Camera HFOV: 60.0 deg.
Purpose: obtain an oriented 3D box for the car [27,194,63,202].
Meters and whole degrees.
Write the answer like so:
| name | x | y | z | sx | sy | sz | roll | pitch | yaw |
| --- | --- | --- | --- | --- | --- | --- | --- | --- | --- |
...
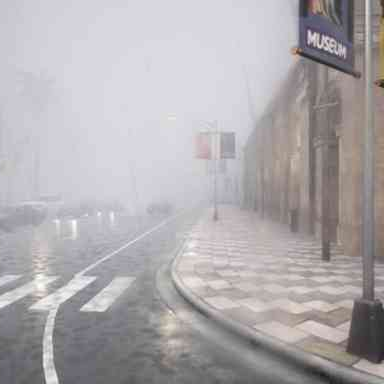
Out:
| name | x | y | z | sx | sy | sz | roll | pitch | yaw |
| --- | --- | --- | --- | --- | --- | --- | --- | --- | --- |
| car | -13.919 | 1.251 | 31.230 | 2.150 | 2.045 | 5.566 | 0 | 0 | 4 |

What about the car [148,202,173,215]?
| name | x | y | z | sx | sy | sz | roll | pitch | yaw |
| --- | --- | --- | --- | --- | --- | --- | --- | --- | --- |
| car | -3.117 | 1.631 | 33.633 | 1.895 | 1.301 | 4.718 | 0 | 0 | 4 |

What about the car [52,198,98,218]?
| name | x | y | z | sx | sy | sz | roll | pitch | yaw |
| --- | --- | --- | --- | --- | --- | --- | --- | --- | --- |
| car | -10.482 | 1.553 | 30.220 | 1.812 | 1.442 | 4.674 | 0 | 0 | 5 |

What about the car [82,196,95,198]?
| name | x | y | z | sx | sy | sz | roll | pitch | yaw |
| --- | --- | --- | --- | --- | --- | --- | --- | --- | --- |
| car | -13.087 | 1.389 | 41.521 | 2.097 | 1.767 | 4.553 | 0 | 0 | 5 |

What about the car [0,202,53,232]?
| name | x | y | z | sx | sy | sz | roll | pitch | yaw |
| --- | --- | --- | --- | --- | --- | --- | --- | --- | --- |
| car | -11.173 | 1.568 | 20.817 | 2.033 | 1.411 | 5.357 | 0 | 0 | 4 |

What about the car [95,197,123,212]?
| name | x | y | z | sx | sy | sz | roll | pitch | yaw |
| --- | --- | --- | --- | --- | --- | --- | --- | --- | --- |
| car | -9.691 | 1.560 | 40.078 | 1.812 | 1.442 | 4.674 | 0 | 0 | 5 |
